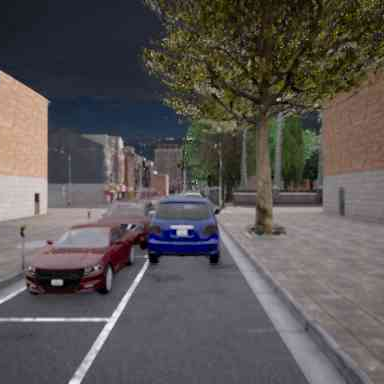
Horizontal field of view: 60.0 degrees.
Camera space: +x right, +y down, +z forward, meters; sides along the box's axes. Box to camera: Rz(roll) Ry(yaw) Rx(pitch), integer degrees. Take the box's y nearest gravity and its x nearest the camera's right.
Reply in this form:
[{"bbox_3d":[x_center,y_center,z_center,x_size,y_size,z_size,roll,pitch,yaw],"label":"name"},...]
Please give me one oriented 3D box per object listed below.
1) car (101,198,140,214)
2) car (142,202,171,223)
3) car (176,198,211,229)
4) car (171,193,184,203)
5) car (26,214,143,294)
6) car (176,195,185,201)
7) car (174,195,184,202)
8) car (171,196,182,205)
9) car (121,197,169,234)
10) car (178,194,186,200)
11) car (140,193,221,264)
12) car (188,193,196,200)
[{"bbox_3d":[-2.638,1.274,14.362,2.192,1.841,5.009,0,0,0],"label":"car"},{"bbox_3d":[-2.640,1.512,25.586,1.802,1.307,4.206,0,0,0],"label":"car"},{"bbox_3d":[0.091,1.291,21.955,2.097,1.767,4.553,0,0,0],"label":"car"},{"bbox_3d":[-2.662,1.157,63.408,2.192,1.841,5.009,0,0,0],"label":"car"},{"bbox_3d":[-2.638,1.519,8.751,1.887,1.381,4.507,0,0,0],"label":"car"},{"bbox_3d":[-2.659,1.358,79.219,2.008,1.369,4.403,0,0,0],"label":"car"},{"bbox_3d":[-2.661,1.397,68.679,1.947,1.339,4.313,0,0,0],"label":"car"},{"bbox_3d":[-2.658,1.380,57.970,1.752,1.417,4.829,0,0,0],"label":"car"},{"bbox_3d":[-2.639,1.259,19.974,2.192,1.841,5.009,0,0,0],"label":"car"},{"bbox_3d":[-2.657,1.226,89.759,1.967,1.590,4.097,0,0,0],"label":"car"},{"bbox_3d":[-0.168,1.189,11.807,2.150,2.045,5.566,0,0,2],"label":"car"},{"bbox_3d":[-0.008,1.115,82.660,1.837,1.490,4.892,0,0,0],"label":"car"}]
